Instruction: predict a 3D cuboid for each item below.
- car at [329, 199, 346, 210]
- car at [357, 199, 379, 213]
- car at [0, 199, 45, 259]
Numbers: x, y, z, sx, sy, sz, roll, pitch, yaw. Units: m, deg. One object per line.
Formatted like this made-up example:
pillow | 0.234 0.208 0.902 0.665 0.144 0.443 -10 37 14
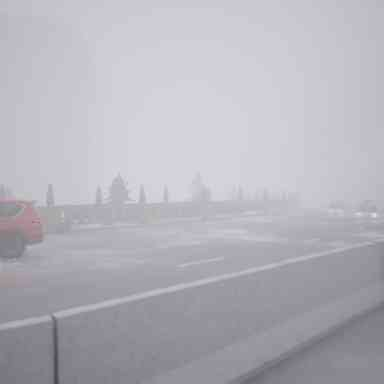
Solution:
car | 19.520 1.684 44.594 1.994 1.385 4.181 0 0 25
car | 20.531 1.604 38.841 1.837 1.490 4.892 0 0 28
car | -8.002 1.278 11.256 5.566 2.045 2.150 0 0 -36
